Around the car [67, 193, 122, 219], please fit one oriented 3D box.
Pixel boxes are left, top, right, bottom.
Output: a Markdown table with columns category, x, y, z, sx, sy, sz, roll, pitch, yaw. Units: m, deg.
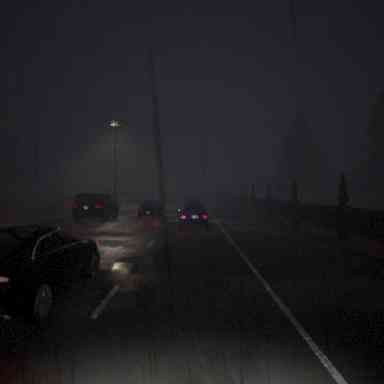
| category | x | y | z | sx | sy | sz | roll | pitch | yaw |
| --- | --- | --- | --- | --- | --- | --- | --- | --- | --- |
| car | -6.889 | 1.102 | 24.256 | 2.150 | 2.045 | 5.566 | 0 | 0 | 0 |

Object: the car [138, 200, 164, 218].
| category | x | y | z | sx | sy | sz | roll | pitch | yaw |
| --- | --- | --- | --- | --- | --- | --- | --- | --- | --- |
| car | -3.388 | 1.388 | 27.980 | 1.812 | 1.442 | 4.674 | 0 | 0 | 0 |

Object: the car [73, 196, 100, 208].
| category | x | y | z | sx | sy | sz | roll | pitch | yaw |
| --- | --- | --- | --- | --- | --- | --- | --- | --- | --- |
| car | -14.273 | 1.325 | 45.437 | 2.033 | 1.411 | 5.357 | 0 | 0 | -1 |

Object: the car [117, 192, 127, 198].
| category | x | y | z | sx | sy | sz | roll | pitch | yaw |
| --- | --- | --- | --- | --- | --- | --- | --- | --- | --- |
| car | -18.788 | 0.800 | 89.782 | 1.994 | 1.385 | 4.181 | 0 | 0 | -1 |

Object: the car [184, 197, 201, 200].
| category | x | y | z | sx | sy | sz | roll | pitch | yaw |
| --- | --- | --- | --- | --- | --- | --- | --- | --- | --- |
| car | 0.018 | 1.281 | 39.945 | 1.882 | 1.535 | 5.008 | 0 | 0 | -1 |

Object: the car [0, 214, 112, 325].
| category | x | y | z | sx | sy | sz | roll | pitch | yaw |
| --- | --- | --- | --- | --- | --- | --- | --- | --- | --- |
| car | -3.397 | 1.457 | 6.992 | 2.128 | 1.511 | 4.902 | 0 | 0 | 0 |

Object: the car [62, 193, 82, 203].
| category | x | y | z | sx | sy | sz | roll | pitch | yaw |
| --- | --- | --- | --- | --- | --- | --- | --- | --- | --- |
| car | -21.629 | 1.057 | 60.320 | 2.097 | 1.767 | 4.553 | 0 | 0 | -1 |

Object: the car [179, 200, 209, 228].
| category | x | y | z | sx | sy | sz | roll | pitch | yaw |
| --- | --- | --- | --- | --- | --- | --- | --- | --- | --- |
| car | 0.110 | 1.442 | 21.288 | 2.033 | 1.411 | 5.357 | 0 | 0 | 0 |
